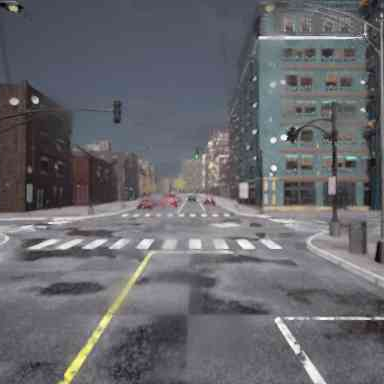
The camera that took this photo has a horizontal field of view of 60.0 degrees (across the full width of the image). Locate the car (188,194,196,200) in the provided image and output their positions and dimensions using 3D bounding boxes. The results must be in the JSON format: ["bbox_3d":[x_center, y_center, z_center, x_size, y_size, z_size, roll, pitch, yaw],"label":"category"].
[{"bbox_3d":[0.021,1.242,79.569,1.994,1.385,4.181,0,0,0],"label":"car"}]

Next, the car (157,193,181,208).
[{"bbox_3d":[-3.064,1.137,45.936,2.150,2.045,5.566,0,0,1],"label":"car"}]

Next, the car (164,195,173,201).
[{"bbox_3d":[-5.655,1.436,81.278,1.802,1.307,4.206,1,0,0],"label":"car"}]

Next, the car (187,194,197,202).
[{"bbox_3d":[0.019,1.408,69.144,2.033,1.411,5.357,0,0,0],"label":"car"}]

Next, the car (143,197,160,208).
[{"bbox_3d":[-5.664,1.459,47.157,1.887,1.381,4.507,1,0,0],"label":"car"}]

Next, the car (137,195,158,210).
[{"bbox_3d":[-5.742,1.470,41.475,1.887,1.381,4.507,1,0,0],"label":"car"}]

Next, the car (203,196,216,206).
[{"bbox_3d":[2.720,1.345,52.903,1.967,1.590,4.097,1,0,0],"label":"car"}]
